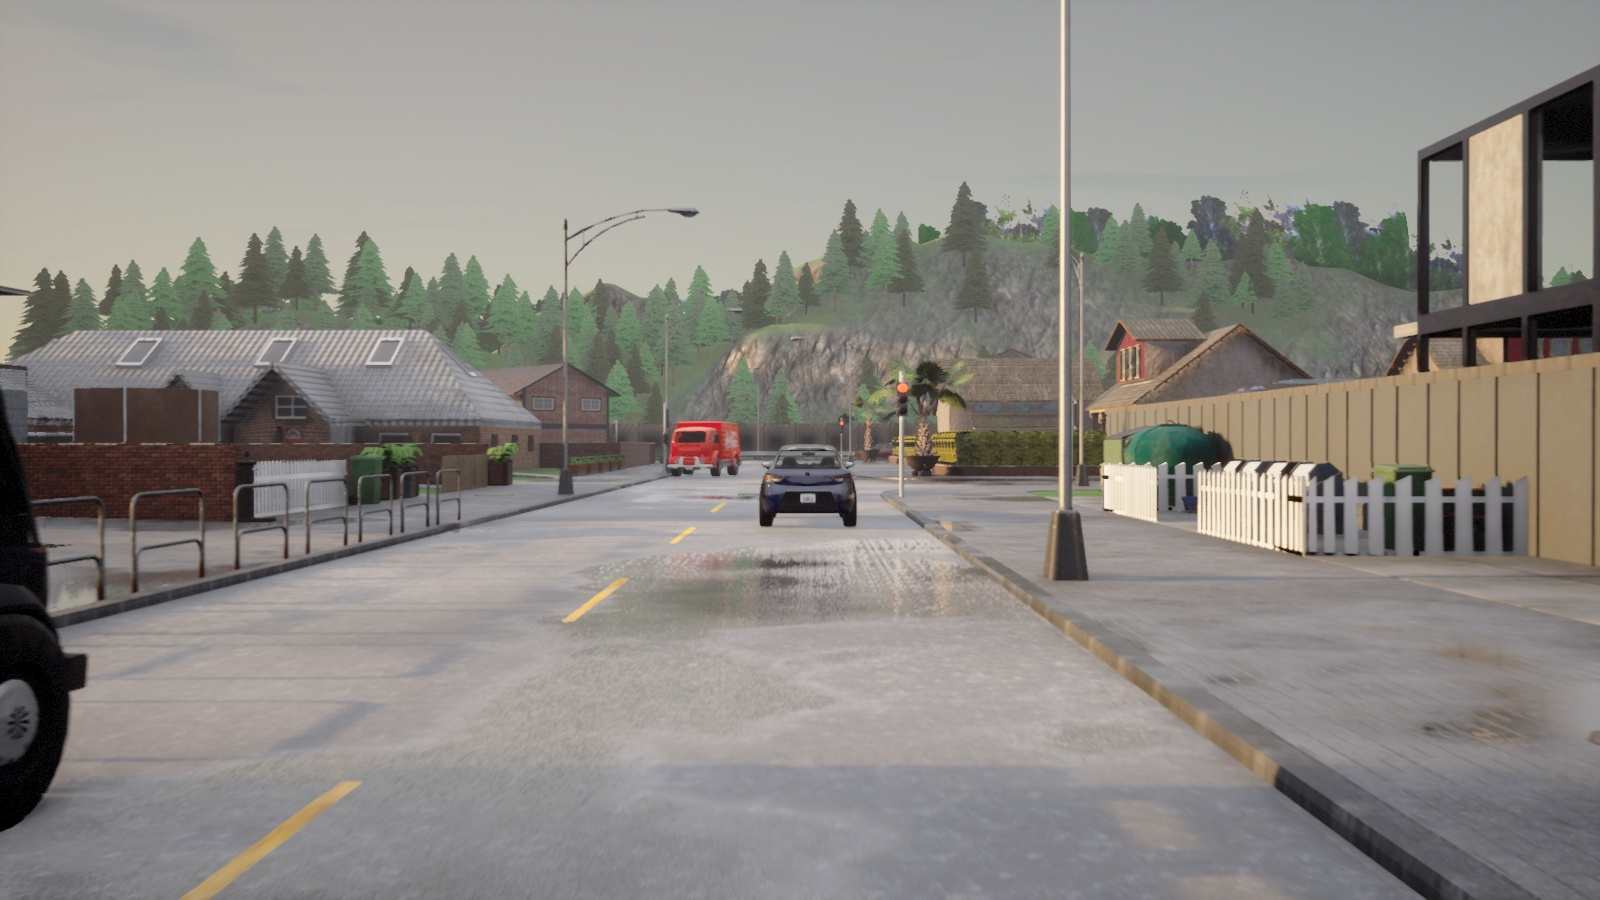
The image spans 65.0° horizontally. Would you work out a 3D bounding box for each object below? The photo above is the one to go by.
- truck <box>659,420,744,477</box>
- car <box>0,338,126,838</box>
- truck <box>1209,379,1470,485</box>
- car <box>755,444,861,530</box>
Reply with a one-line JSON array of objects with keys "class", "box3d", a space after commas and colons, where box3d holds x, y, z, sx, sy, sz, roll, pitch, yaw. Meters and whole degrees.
[{"class": "truck", "box3d": [-4.368, -0.062, 56.668, 2.627, 2.467, 5.204, 0, 0, 10]}, {"class": "car", "box3d": [-3.964, 0.519, 3.662, 1.905, 1.878, 3.866, 0, 0, 0]}, {"class": "truck", "box3d": [19.977, -0.666, 46.835, 8.468, 3.827, 2.891, 0, 0, 0]}, {"class": "car", "box3d": [0.149, 0.627, 23.612, 1.816, 1.474, 4.193, 0, 0, 0]}]
